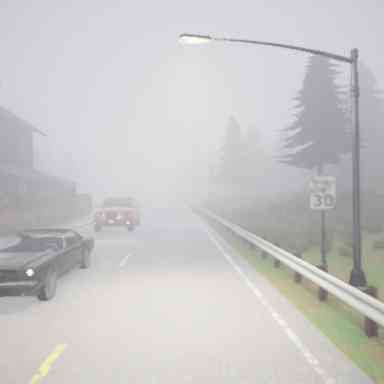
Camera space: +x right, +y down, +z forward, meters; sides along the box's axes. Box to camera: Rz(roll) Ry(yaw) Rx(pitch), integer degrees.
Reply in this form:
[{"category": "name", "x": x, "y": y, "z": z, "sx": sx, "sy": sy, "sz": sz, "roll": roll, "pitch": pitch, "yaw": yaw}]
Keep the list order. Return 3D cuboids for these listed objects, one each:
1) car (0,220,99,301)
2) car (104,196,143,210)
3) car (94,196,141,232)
[{"category": "car", "x": -3.979, "y": 1.663, "z": 8.570, "sx": 1.895, "sy": 1.301, "sz": 4.718, "roll": -1, "pitch": 0, "yaw": -3}, {"category": "car", "x": -9.143, "y": 1.413, "z": 44.467, "sx": 4.553, "sy": 1.767, "sz": 2.097, "roll": 0, "pitch": 0, "yaw": 15}, {"category": "car", "x": -4.609, "y": 1.307, "z": 21.163, "sx": 2.150, "sy": 2.045, "sz": 5.566, "roll": -1, "pitch": 0, "yaw": -3}]
